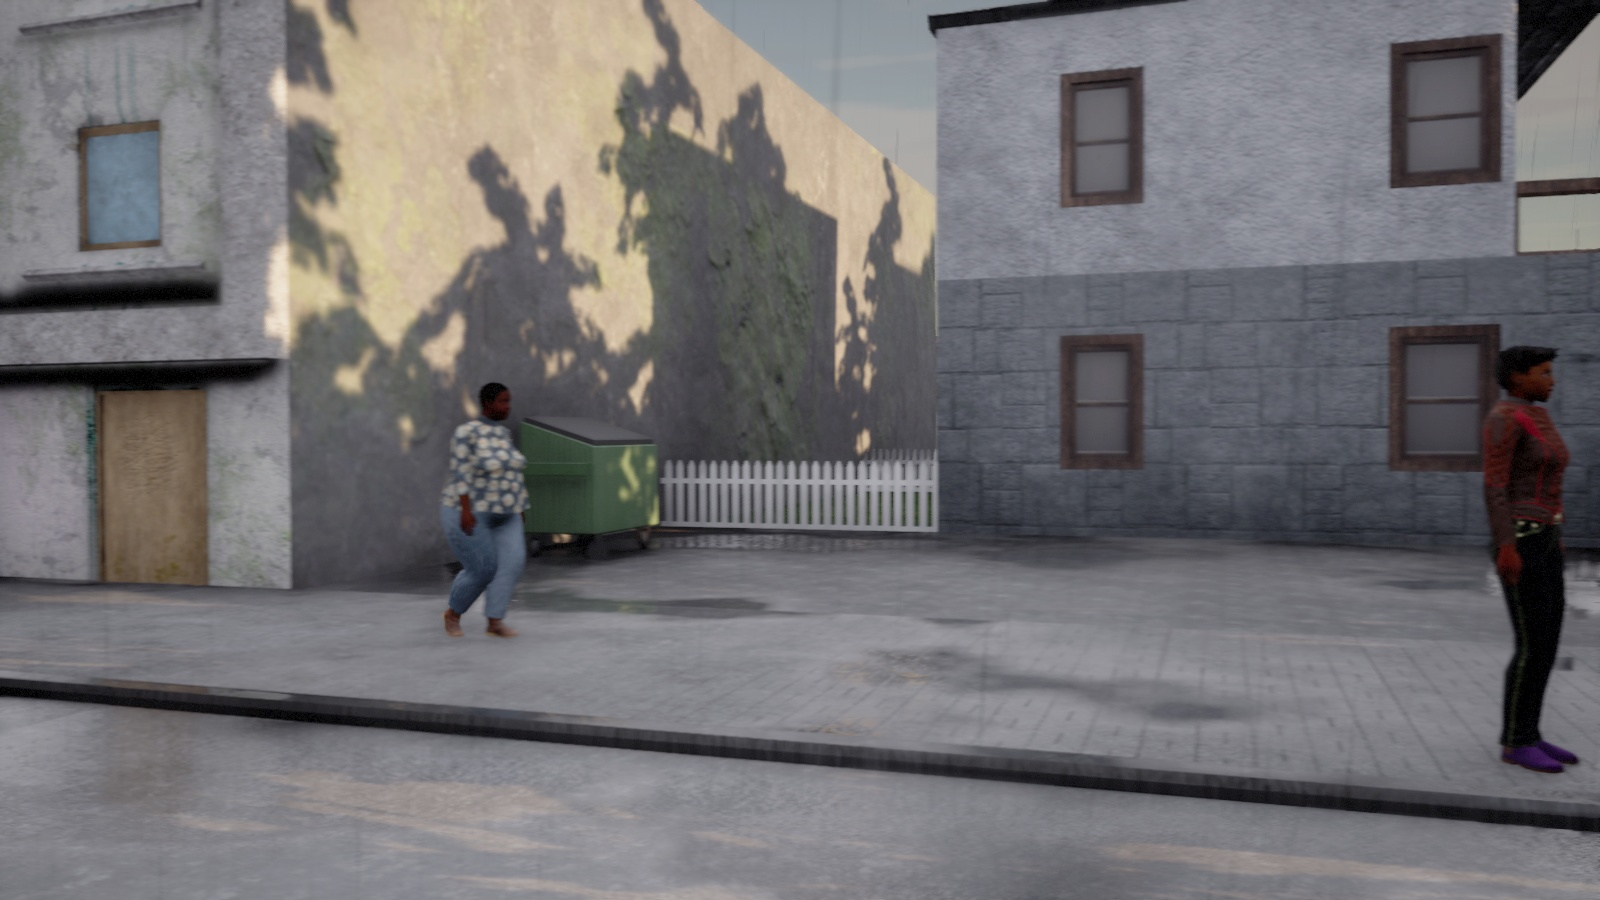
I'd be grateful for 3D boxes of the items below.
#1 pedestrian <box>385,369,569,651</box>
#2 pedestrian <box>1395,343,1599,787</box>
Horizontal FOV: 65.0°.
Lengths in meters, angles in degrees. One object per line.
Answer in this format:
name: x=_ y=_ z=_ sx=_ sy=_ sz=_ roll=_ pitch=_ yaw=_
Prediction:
pedestrian: x=-2.259 y=0.386 z=8.842 sx=0.900 sy=1.855 sz=0.874 roll=1 pitch=1 yaw=28
pedestrian: x=3.123 y=0.460 z=5.488 sx=0.328 sy=1.805 sz=0.869 roll=-1 pitch=1 yaw=-42
